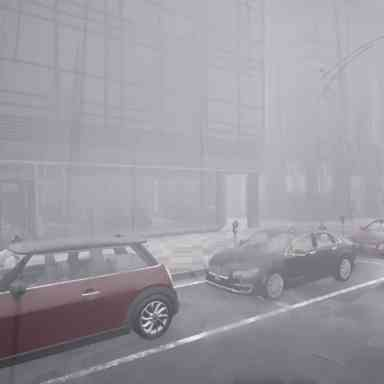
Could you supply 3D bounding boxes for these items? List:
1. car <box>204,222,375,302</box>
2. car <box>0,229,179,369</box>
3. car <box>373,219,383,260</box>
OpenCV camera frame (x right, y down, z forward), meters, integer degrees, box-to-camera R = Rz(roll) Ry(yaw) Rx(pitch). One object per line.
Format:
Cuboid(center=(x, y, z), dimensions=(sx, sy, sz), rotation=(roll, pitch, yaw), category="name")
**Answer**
Cuboid(center=(2.308, 1.550, 8.171), dimensions=(4.403, 1.369, 2.008), rotation=(0, 0, -35), category="car")
Cuboid(center=(-2.298, 1.440, 4.901), dimensions=(4.097, 1.590, 1.967), rotation=(0, 0, -35), category="car")
Cuboid(center=(6.913, 1.580, 11.441), dimensions=(4.206, 1.307, 1.802), rotation=(0, 0, -35), category="car")
